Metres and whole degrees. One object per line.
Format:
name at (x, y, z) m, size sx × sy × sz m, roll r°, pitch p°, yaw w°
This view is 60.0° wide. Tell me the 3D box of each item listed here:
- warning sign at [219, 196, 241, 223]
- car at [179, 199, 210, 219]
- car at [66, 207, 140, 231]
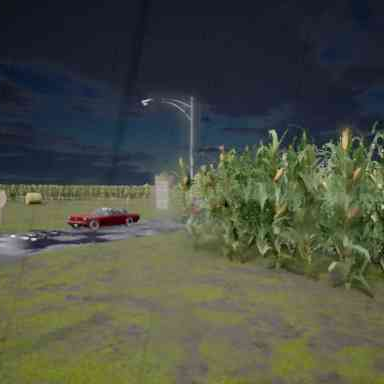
warning sign at (2.784, 1.246, 24.330) m, size 1.300 × 1.860 × 1.060 m, roll 1°, pitch 0°, yaw 34°
car at (0.753, 1.457, 30.754) m, size 2.097 × 1.767 × 4.553 m, roll 0°, pitch 0°, yaw 35°
car at (-5.614, 1.674, 21.453) m, size 1.895 × 1.301 × 4.718 m, roll 0°, pitch 0°, yaw 34°
